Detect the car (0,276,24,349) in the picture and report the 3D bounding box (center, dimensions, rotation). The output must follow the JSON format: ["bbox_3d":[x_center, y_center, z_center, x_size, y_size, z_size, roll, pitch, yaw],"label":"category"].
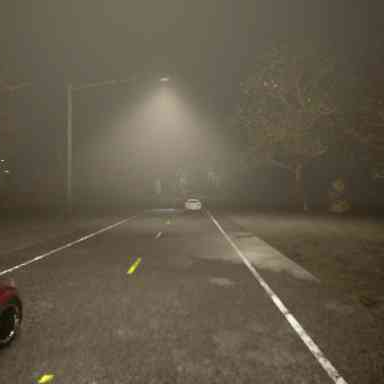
[{"bbox_3d":[-3.594,1.565,3.434,1.994,1.385,4.181,0,0,0],"label":"car"}]

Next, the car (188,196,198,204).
[{"bbox_3d":[0.130,1.526,63.744,1.837,1.490,4.892,0,0,0],"label":"car"}]

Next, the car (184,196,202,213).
[{"bbox_3d":[0.121,1.537,37.642,1.812,1.442,4.674,0,0,0],"label":"car"}]

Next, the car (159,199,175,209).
[{"bbox_3d":[-3.478,1.617,46.579,1.994,1.385,4.181,0,0,0],"label":"car"}]
